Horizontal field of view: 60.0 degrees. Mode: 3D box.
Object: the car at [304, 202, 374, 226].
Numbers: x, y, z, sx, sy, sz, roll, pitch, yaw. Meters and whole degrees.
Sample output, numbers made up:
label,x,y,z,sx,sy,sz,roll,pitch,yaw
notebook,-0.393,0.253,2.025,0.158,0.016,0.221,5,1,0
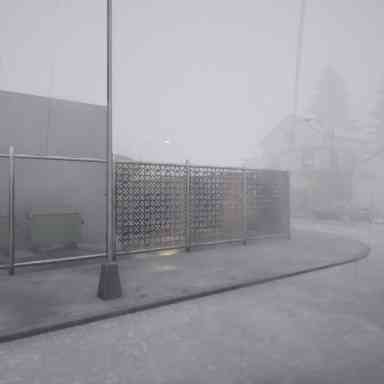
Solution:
label,x,y,z,sx,sy,sz,roll,pitch,yaw
car,10.282,1.491,23.733,2.128,1.511,4.902,0,0,-33
